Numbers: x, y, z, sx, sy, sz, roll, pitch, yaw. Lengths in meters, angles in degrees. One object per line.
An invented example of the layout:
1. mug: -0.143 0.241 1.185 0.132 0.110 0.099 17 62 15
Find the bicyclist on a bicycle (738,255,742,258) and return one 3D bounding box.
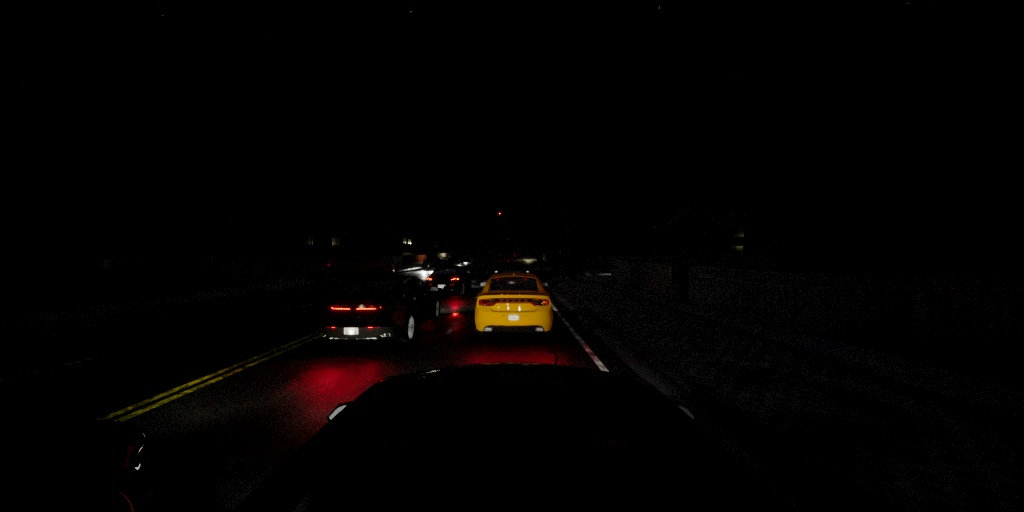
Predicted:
1. bicyclist on a bicycle: 18.391 0.782 28.771 0.582 1.620 1.656 0 0 -2

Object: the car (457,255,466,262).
1. car: -9.949 0.656 63.912 1.882 1.535 5.008 0 1 0

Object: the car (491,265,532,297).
1. car: -0.002 1.247 19.332 1.994 1.385 4.181 0 0 1

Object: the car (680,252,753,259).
1. car: 17.561 0.678 31.659 5.566 2.045 2.150 0 1 -2

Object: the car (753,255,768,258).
1. car: 22.751 0.735 34.760 4.553 1.767 2.097 0 1 -2

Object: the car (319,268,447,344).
1. car: -3.194 1.239 9.557 1.837 1.490 4.892 0 0 0

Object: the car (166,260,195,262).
1. car: -28.579 1.154 31.364 4.553 1.767 2.097 0 1 3

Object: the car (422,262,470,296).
1. car: -3.257 1.212 18.866 1.812 1.442 4.674 0 0 1

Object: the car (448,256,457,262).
1. car: -9.963 0.905 54.306 1.994 1.385 4.181 0 1 0

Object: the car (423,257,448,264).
1. car: -9.943 0.932 45.122 2.128 1.511 4.902 0 1 0

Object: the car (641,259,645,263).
1. car: 12.775 1.011 34.495 5.357 1.411 2.033 -1 1 -6

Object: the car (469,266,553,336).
1. car: 0.058 1.209 10.443 1.882 1.535 5.008 0 0 0

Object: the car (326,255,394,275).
1. car: -13.006 0.919 30.981 5.566 2.045 2.150 0 1 0

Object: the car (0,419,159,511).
1. car: -3.148 1.228 0.147 1.882 1.535 5.008 0 0 0
